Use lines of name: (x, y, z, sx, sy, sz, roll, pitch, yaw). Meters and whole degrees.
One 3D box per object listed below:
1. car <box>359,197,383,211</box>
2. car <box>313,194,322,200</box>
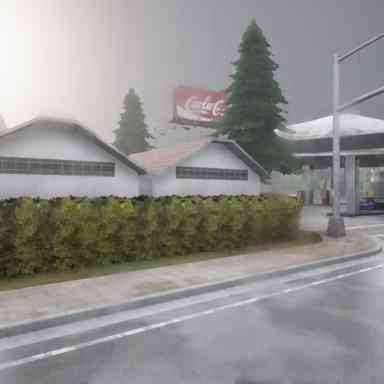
car: (21.919, 1.480, 40.042, 4.611, 1.667, 2.242, 0, 0, -36)
car: (33.040, 1.330, 89.523, 2.152, 1.636, 5.027, 0, 0, -36)
